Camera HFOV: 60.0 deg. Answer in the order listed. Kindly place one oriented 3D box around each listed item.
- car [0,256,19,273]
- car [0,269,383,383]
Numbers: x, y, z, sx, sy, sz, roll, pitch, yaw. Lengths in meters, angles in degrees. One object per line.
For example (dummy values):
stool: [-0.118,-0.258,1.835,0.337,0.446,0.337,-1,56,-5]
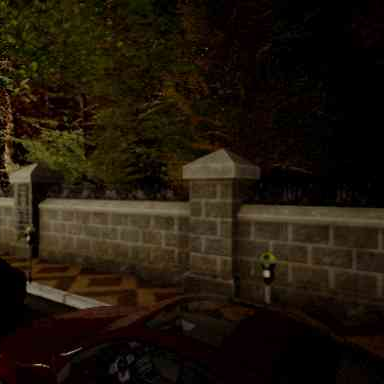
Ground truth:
car: [-4.663,1.529,5.884,4.313,1.339,1.947,0,0,34]
car: [-0.071,1.565,2.767,4.206,1.307,1.802,0,0,34]
